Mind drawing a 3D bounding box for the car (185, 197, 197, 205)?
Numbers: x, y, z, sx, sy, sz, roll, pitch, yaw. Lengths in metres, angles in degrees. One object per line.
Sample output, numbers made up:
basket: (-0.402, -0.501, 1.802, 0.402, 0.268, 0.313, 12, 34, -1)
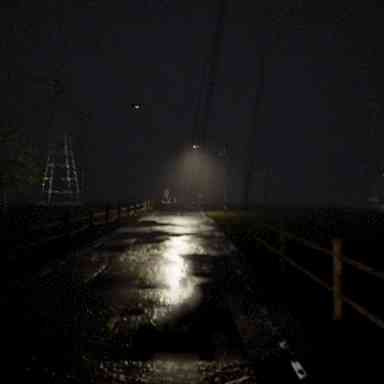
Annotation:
car: (-0.196, 1.791, 64.204, 1.837, 1.490, 4.892, 0, 0, 0)

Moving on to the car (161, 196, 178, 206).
car: (-2.880, 1.164, 42.859, 2.097, 1.767, 4.553, 0, 0, 0)
